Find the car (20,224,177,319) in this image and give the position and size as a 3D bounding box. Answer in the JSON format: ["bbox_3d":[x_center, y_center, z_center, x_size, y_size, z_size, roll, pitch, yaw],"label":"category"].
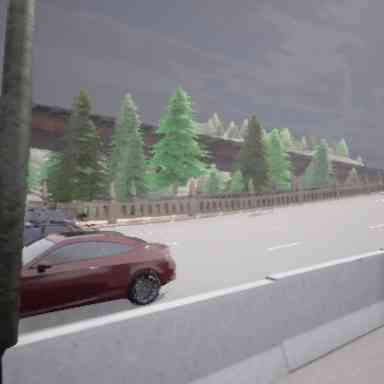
[{"bbox_3d":[-2.487,1.528,6.517,4.674,1.442,1.812,0,0,-35],"label":"car"}]

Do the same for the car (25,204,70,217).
[{"bbox_3d":[-6.494,1.353,12.256,4.553,1.767,2.097,0,0,-35],"label":"car"}]

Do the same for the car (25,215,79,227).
[{"bbox_3d":[-4.489,1.549,9.388,5.357,1.411,2.033,0,0,-35],"label":"car"}]
